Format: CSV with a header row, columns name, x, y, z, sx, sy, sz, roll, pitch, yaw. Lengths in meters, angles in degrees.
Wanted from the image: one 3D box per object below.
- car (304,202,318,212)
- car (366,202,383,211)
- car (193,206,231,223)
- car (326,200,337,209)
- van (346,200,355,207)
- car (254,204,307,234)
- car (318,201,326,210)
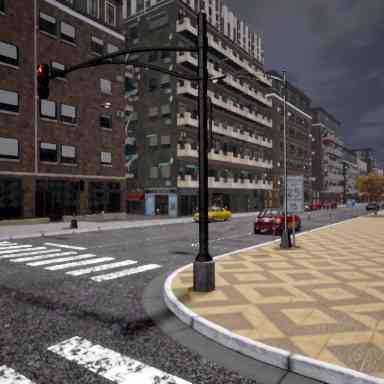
name,x,y,z,sx,sy,sz,roll,pitch,yaw
car,18.291,2.362,53.735,1.967,1.590,4.097,-2,-2,35
car,31.603,2.584,58.171,1.947,1.339,4.313,-2,-2,35
car,1.904,2.002,30.517,1.752,1.417,4.829,-2,-2,35
car,28.064,2.502,67.584,2.192,1.841,5.009,-2,-2,35
van,41.060,2.884,86.070,1.690,1.788,3.998,-2,-2,35
car,5.538,1.751,21.252,1.967,1.590,4.097,-2,-2,35
car,21.551,2.555,58.347,1.887,1.381,4.507,-2,-2,35
